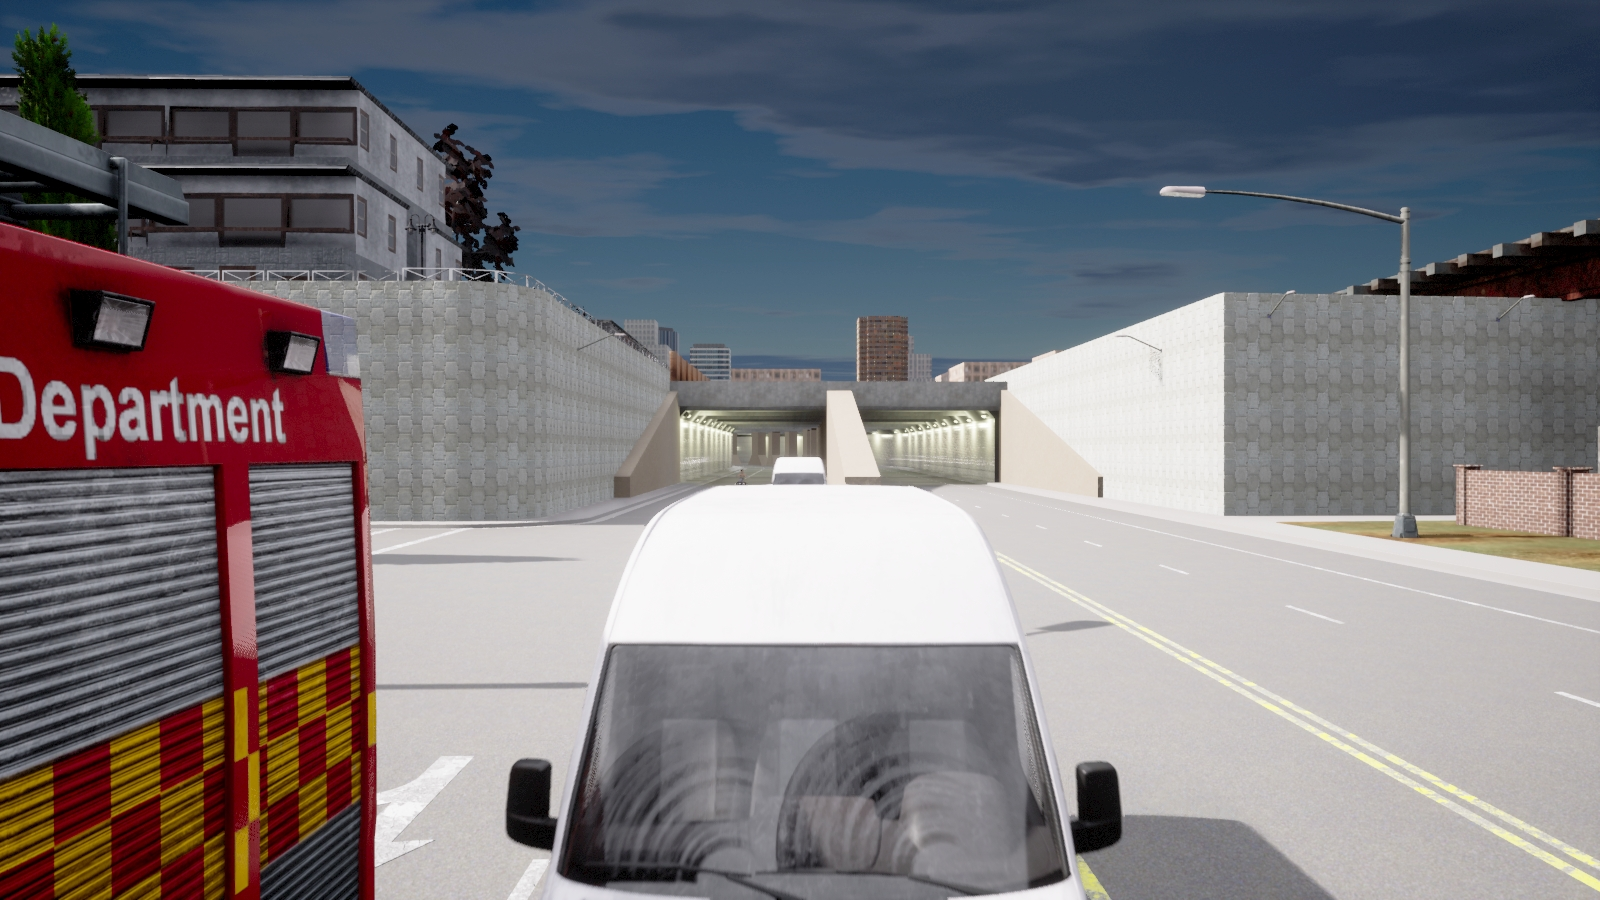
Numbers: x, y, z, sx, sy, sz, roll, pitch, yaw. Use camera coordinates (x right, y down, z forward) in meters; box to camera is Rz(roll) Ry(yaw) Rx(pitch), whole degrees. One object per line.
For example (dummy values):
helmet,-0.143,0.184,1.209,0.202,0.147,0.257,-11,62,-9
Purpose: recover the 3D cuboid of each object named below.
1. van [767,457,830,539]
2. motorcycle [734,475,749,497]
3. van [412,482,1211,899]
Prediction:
van,-0.036,1.534,38.966,1.988,2.561,5.915,0,0,0
motorcycle,-3.552,2.170,69.467,0.764,1.277,2.356,0,0,0
van,0.054,1.532,5.806,1.988,2.561,5.915,0,0,1
